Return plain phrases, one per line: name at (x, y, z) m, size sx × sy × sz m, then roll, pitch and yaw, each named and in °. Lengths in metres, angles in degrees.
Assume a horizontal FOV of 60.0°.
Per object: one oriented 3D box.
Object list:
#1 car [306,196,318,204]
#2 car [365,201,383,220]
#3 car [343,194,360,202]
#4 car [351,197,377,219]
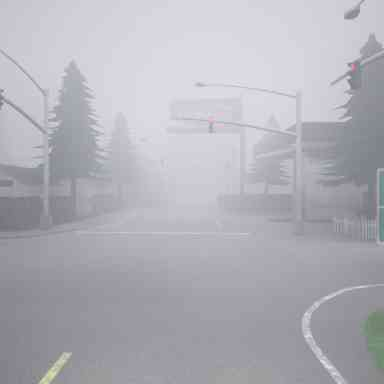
car at (22.753, 1.552, 63.957) m, size 1.970 × 1.475 × 3.806 m, roll 0°, pitch 0°, yaw 0°
car at (18.814, 1.672, 30.576) m, size 4.611 × 1.667 × 2.242 m, roll 0°, pitch 0°, yaw 0°
car at (35.187, 1.489, 71.700) m, size 2.007 × 1.523 × 4.514 m, roll 0°, pitch 0°, yaw 0°
car at (14.465, 1.505, 24.923) m, size 3.866 × 1.878 × 1.905 m, roll 0°, pitch 0°, yaw 0°
